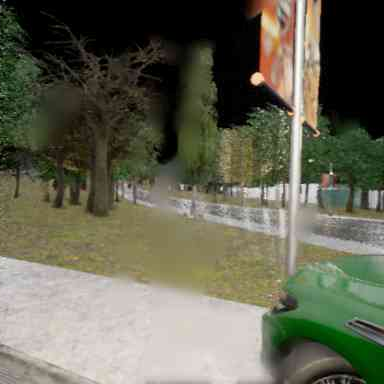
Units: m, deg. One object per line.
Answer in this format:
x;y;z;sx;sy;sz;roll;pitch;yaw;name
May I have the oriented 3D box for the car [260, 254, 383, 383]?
2.723;1.120;1.377;2.150;2.045;5.566;-2;4;-29;car
